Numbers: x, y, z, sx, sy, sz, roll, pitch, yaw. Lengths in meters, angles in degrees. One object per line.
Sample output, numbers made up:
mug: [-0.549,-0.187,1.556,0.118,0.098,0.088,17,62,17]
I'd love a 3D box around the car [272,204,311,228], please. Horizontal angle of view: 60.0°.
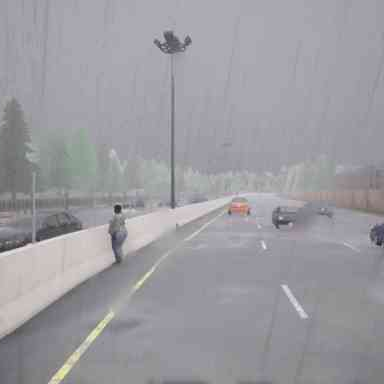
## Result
car: [6.318,1.601,21.953,1.895,1.301,4.718,0,0,10]

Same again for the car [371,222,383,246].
car: [8.264,1.526,12.181,1.812,1.442,4.674,0,0,8]

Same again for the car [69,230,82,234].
car: [-6.006,1.505,12.849,1.837,1.490,4.892,0,0,8]

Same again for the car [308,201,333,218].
car: [11.303,1.547,30.091,2.033,1.411,5.357,0,0,10]

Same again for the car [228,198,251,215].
car: [4.911,1.352,34.203,2.097,1.767,4.553,0,0,10]

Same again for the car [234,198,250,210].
car: [6.629,1.564,44.076,1.994,1.385,4.181,0,0,10]

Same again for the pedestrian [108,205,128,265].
pedestrian: [-2.281,1.294,10.241,0.375,1.860,0.375,0,0,7]
